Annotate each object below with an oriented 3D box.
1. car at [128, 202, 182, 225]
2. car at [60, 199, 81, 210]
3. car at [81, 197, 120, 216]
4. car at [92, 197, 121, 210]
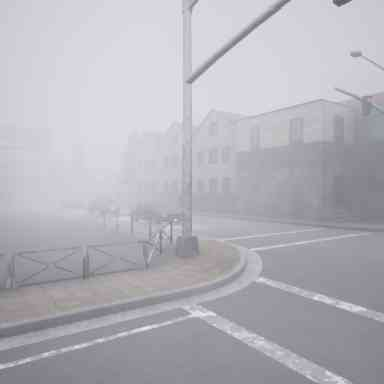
[{"bbox_3d":[-2.549,1.371,22.874,2.033,1.411,5.357,0,0,-35],"label":"car"},{"bbox_3d":[-14.109,1.425,39.269,1.895,1.301,4.718,0,0,-35],"label":"car"},{"bbox_3d":[-8.291,1.315,30.995,2.128,1.511,4.902,0,0,-35],"label":"car"},{"bbox_3d":[-10.476,1.329,40.454,1.837,1.490,4.892,0,0,-35],"label":"car"}]
